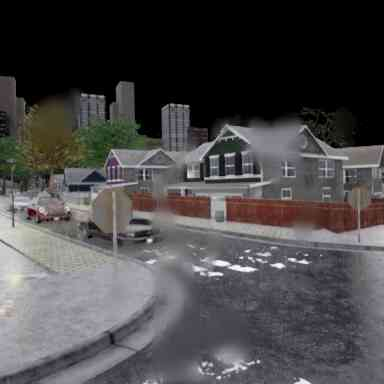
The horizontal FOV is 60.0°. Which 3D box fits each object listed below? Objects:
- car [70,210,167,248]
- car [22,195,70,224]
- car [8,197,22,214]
[{"bbox_3d":[-3.292,1.435,14.675,2.033,1.411,5.357,-2,2,-39],"label":"car"},{"bbox_3d":[-10.128,1.130,23.347,2.097,1.767,4.553,-2,2,-37],"label":"car"},{"bbox_3d":[-16.195,1.200,31.709,1.812,1.442,4.674,-2,2,-35],"label":"car"}]
